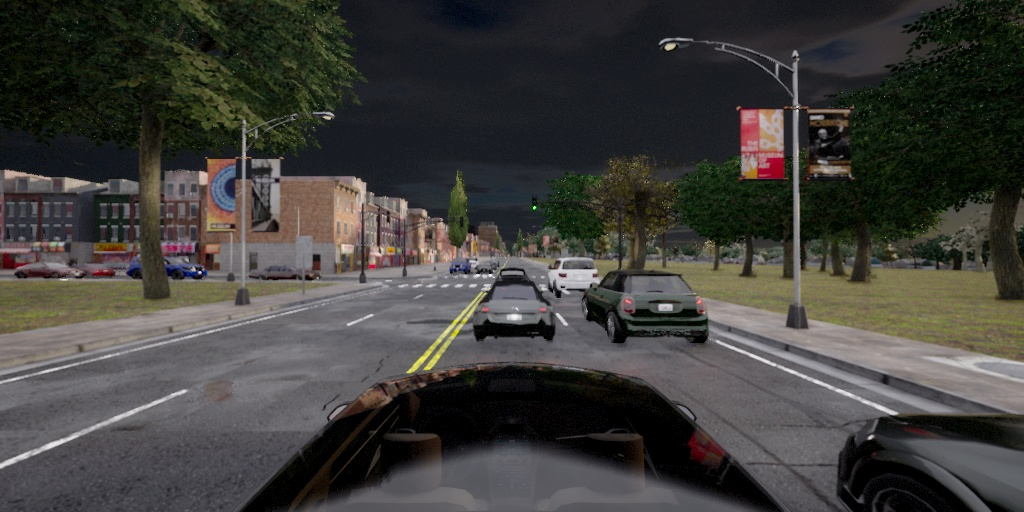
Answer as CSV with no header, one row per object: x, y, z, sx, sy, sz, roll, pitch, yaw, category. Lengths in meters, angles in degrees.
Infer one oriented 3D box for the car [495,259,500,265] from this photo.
-3.386,1.538,55.869,1.994,1.385,4.181,0,0,0,car

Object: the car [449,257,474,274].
-6.640,1.230,46.459,2.150,2.045,5.566,0,0,0,car

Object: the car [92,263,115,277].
-40.273,1.358,33.767,4.181,1.385,1.994,0,-1,0,car

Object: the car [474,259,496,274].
-3.388,1.513,45.927,1.837,1.490,4.892,0,0,0,car

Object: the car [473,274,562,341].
0.069,1.364,10.076,1.994,1.385,4.181,0,0,0,car

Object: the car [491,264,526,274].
0.019,1.404,19.889,1.837,1.490,4.892,0,0,0,car

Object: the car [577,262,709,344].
3.321,1.149,9.850,2.097,1.767,4.553,0,-1,0,car

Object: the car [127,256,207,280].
-29.587,1.061,30.823,5.566,2.045,2.150,0,-1,0,car

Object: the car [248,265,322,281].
-19.399,1.480,30.780,5.357,1.411,2.033,1,-1,-3,car

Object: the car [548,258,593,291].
3.284,1.121,19.945,2.150,2.045,5.566,0,0,0,car

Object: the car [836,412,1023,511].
3.341,1.311,0.839,1.994,1.385,4.181,0,0,0,car

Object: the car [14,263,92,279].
-39.715,1.292,30.829,4.674,1.442,1.812,0,-1,0,car

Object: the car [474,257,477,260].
-6.637,1.182,58.074,2.150,2.045,5.566,0,1,0,car
